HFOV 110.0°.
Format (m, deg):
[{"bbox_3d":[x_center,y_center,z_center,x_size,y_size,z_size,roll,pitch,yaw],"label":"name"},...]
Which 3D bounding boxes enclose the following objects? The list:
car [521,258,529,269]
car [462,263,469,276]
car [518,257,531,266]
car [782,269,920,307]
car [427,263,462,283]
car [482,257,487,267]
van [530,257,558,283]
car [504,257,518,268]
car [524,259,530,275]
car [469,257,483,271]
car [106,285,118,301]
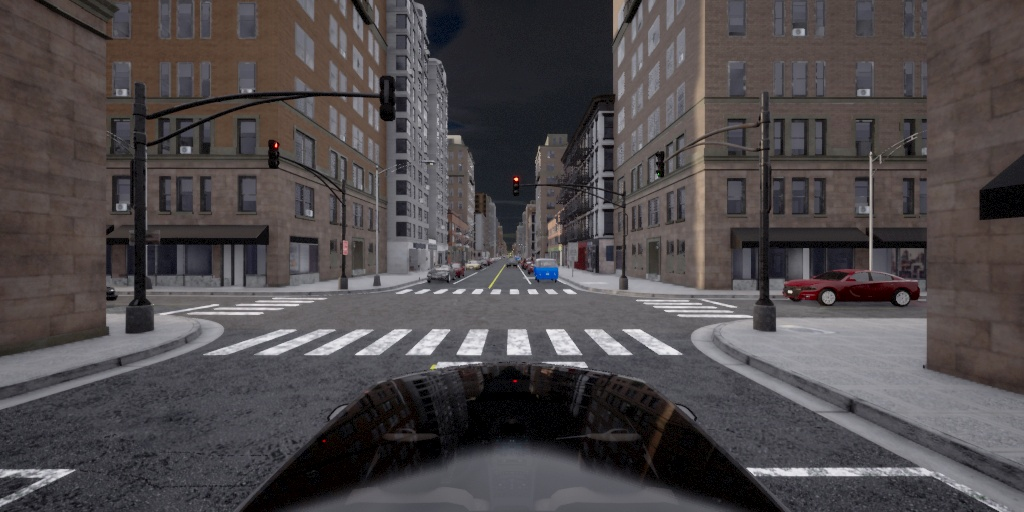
[{"bbox_3d":[2.547,1.326,50.681,1.802,1.307,4.207,0,0,0],"label":"car"},{"bbox_3d":[-5.447,1.293,33.614,1.888,1.381,4.507,0,0,0],"label":"car"},{"bbox_3d":[2.536,1.055,56.363,2.192,1.841,5.009,0,0,0],"label":"car"},{"bbox_3d":[14.789,1.326,15.820,5.008,1.535,1.882,0,0,1],"label":"car"},{"bbox_3d":[-5.436,1.299,27.932,2.007,1.370,4.403,0,0,0],"label":"car"},{"bbox_3d":[-5.489,1.306,56.342,1.948,1.339,4.313,0,0,0],"label":"car"},{"bbox_3d":[2.589,1.090,27.956,1.690,1.789,3.998,0,0,0],"label":"van"},{"bbox_3d":[-0.013,1.337,61.567,1.895,1.301,4.718,0,0,0],"label":"car"},{"bbox_3d":[2.568,1.330,39.318,1.802,1.307,4.207,0,0,0],"label":"car"},{"bbox_3d":[-5.478,1.269,50.490,1.751,1.417,4.829,0,0,0],"label":"car"},{"bbox_3d":[-17.542,1.199,12.763,5.357,1.411,2.033,0,0,0],"label":"car"}]
